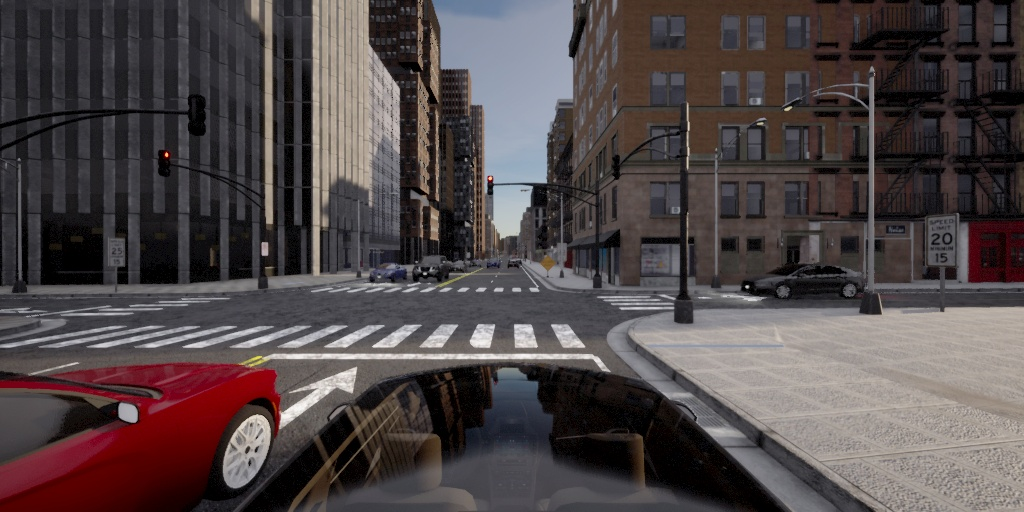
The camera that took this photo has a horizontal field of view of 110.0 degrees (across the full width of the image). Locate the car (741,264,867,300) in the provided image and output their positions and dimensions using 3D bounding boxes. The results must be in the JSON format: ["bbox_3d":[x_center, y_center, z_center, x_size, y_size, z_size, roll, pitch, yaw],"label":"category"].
[{"bbox_3d":[13.090,1.113,16.259,4.892,1.490,1.837,-1,0,0],"label":"car"}]

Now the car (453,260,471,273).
[{"bbox_3d":[-6.498,1.258,43.348,1.837,1.490,4.892,0,1,0],"label":"car"}]

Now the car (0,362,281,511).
[{"bbox_3d":[-3.153,1.228,1.429,1.882,1.535,5.008,0,0,0],"label":"car"}]

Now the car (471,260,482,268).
[{"bbox_3d":[-6.350,1.334,62.975,1.994,1.385,4.181,0,0,0],"label":"car"}]

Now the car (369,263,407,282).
[{"bbox_3d":[-9.784,1.278,28.743,1.812,1.442,4.674,0,0,0],"label":"car"}]

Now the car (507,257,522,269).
[{"bbox_3d":[0.193,1.270,58.753,1.837,1.490,4.892,0,0,0],"label":"car"}]

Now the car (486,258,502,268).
[{"bbox_3d":[-3.050,1.118,59.502,2.097,1.767,4.553,0,0,1],"label":"car"}]

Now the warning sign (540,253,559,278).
[{"bbox_3d":[2.917,0.868,29.148,1.300,1.860,1.060,0,0,0],"label":"warning sign"}]

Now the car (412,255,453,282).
[{"bbox_3d":[-6.546,0.974,29.497,2.150,2.045,5.566,0,0,-1],"label":"car"}]
